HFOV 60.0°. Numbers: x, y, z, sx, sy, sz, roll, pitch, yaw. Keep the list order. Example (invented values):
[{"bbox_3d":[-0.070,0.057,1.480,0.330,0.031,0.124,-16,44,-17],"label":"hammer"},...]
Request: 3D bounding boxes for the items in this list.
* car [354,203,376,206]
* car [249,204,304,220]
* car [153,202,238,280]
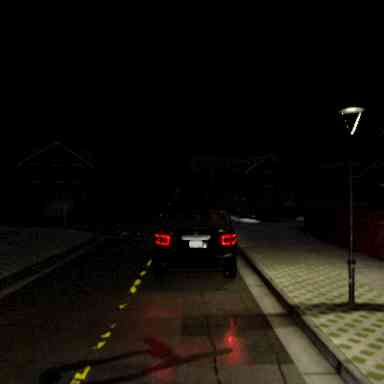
[{"bbox_3d":[17.922,1.962,35.167,4.902,1.511,2.128,1,0,-20],"label":"car"},{"bbox_3d":[8.135,1.885,31.570,5.357,1.411,2.033,1,-1,-21],"label":"car"},{"bbox_3d":[0.079,1.298,10.330,2.150,2.045,5.566,0,0,0],"label":"car"}]
